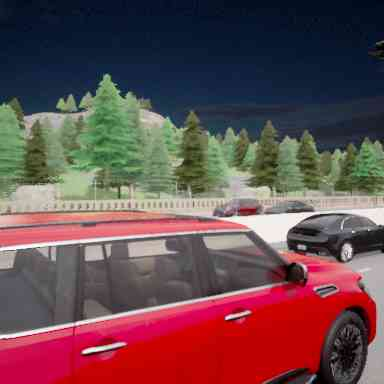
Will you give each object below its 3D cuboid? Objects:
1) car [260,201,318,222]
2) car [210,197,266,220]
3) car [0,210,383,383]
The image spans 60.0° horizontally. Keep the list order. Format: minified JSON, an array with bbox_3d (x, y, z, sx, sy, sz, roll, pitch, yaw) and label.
[{"bbox_3d":[7.866,1.497,26.799,4.892,1.490,1.837,0,0,-35],"label":"car"},{"bbox_3d":[3.975,1.345,28.324,4.553,1.767,2.097,0,0,-35],"label":"car"},{"bbox_3d":[-0.307,1.221,3.527,5.566,2.045,2.150,0,0,-36],"label":"car"}]
